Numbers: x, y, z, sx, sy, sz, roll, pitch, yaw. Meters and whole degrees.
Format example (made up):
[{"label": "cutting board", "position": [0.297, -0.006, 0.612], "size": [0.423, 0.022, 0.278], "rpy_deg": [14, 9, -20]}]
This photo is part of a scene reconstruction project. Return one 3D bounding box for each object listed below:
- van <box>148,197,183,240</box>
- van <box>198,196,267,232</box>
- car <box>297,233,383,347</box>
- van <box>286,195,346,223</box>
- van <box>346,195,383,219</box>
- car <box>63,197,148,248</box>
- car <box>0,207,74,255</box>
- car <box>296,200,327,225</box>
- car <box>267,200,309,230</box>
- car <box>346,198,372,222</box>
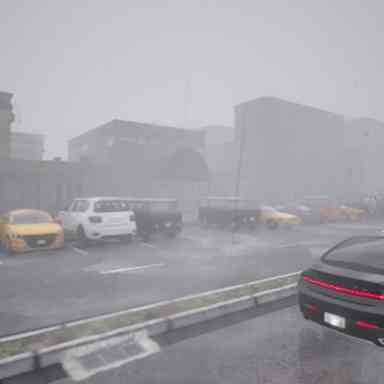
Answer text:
[{"label": "van", "position": [-2.362, 1.264, 17.088], "size": [1.878, 1.987, 4.442], "rpy_deg": [0, 0, -36]}, {"label": "van", "position": [2.115, 1.260, 20.304], "size": [1.878, 1.987, 4.442], "rpy_deg": [0, 0, -36]}, {"label": "car", "position": [3.908, 1.492, 5.940], "size": [4.892, 1.490, 1.837], "rpy_deg": [0, 0, -36]}, {"label": "van", "position": [8.835, 1.264, 25.130], "size": [1.878, 1.987, 4.442], "rpy_deg": [0, 0, -36]}, {"label": "van", "position": [13.452, 1.269, 28.157], "size": [1.878, 1.987, 4.442], "rpy_deg": [0, 0, -36]}, {"label": "car", "position": [-4.551, 1.241, 15.408], "size": [2.435, 2.045, 5.566], "rpy_deg": [0, 0, -36]}, {"label": "car", "position": [-6.776, 1.496, 13.782], "size": [2.097, 1.535, 5.008], "rpy_deg": [0, 0, -36]}, {"label": "car", "position": [6.666, 1.528, 23.425], "size": [2.002, 1.452, 4.674], "rpy_deg": [0, 0, -36]}, {"label": "car", "position": [4.533, 1.484, 21.668], "size": [1.946, 1.575, 5.366], "rpy_deg": [0, 0, -36]}, {"label": "car", "position": [11.140, 1.492, 26.648], "size": [2.097, 1.535, 5.008], "rpy_deg": [0, 0, -36]}]
